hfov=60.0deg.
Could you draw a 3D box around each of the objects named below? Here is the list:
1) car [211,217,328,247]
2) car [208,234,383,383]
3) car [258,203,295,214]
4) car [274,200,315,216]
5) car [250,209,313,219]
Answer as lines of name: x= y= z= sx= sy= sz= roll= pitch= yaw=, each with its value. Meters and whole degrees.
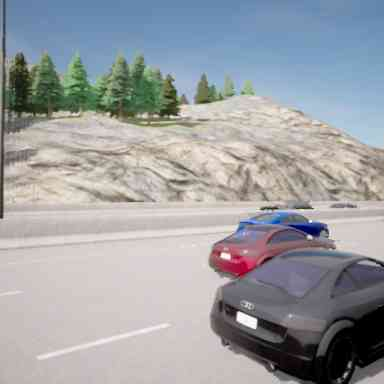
car: x=2.510 y=1.667 z=9.843 sx=4.181 sy=1.385 sz=1.994 roll=1 pitch=0 yaw=-35
car: x=2.334 y=1.630 z=5.418 sx=4.181 sy=1.385 sz=1.994 roll=1 pitch=0 yaw=-35
car: x=10.665 y=2.039 z=41.729 sx=4.718 sy=1.301 sz=1.895 roll=1 pitch=-1 yaw=-36
car: x=11.838 y=1.775 z=38.264 sx=4.553 sy=1.767 sz=2.097 roll=1 pitch=-1 yaw=-36
car: x=4.304 y=1.642 z=15.426 sx=5.008 sy=1.535 sz=1.882 roll=1 pitch=-1 yaw=-36
